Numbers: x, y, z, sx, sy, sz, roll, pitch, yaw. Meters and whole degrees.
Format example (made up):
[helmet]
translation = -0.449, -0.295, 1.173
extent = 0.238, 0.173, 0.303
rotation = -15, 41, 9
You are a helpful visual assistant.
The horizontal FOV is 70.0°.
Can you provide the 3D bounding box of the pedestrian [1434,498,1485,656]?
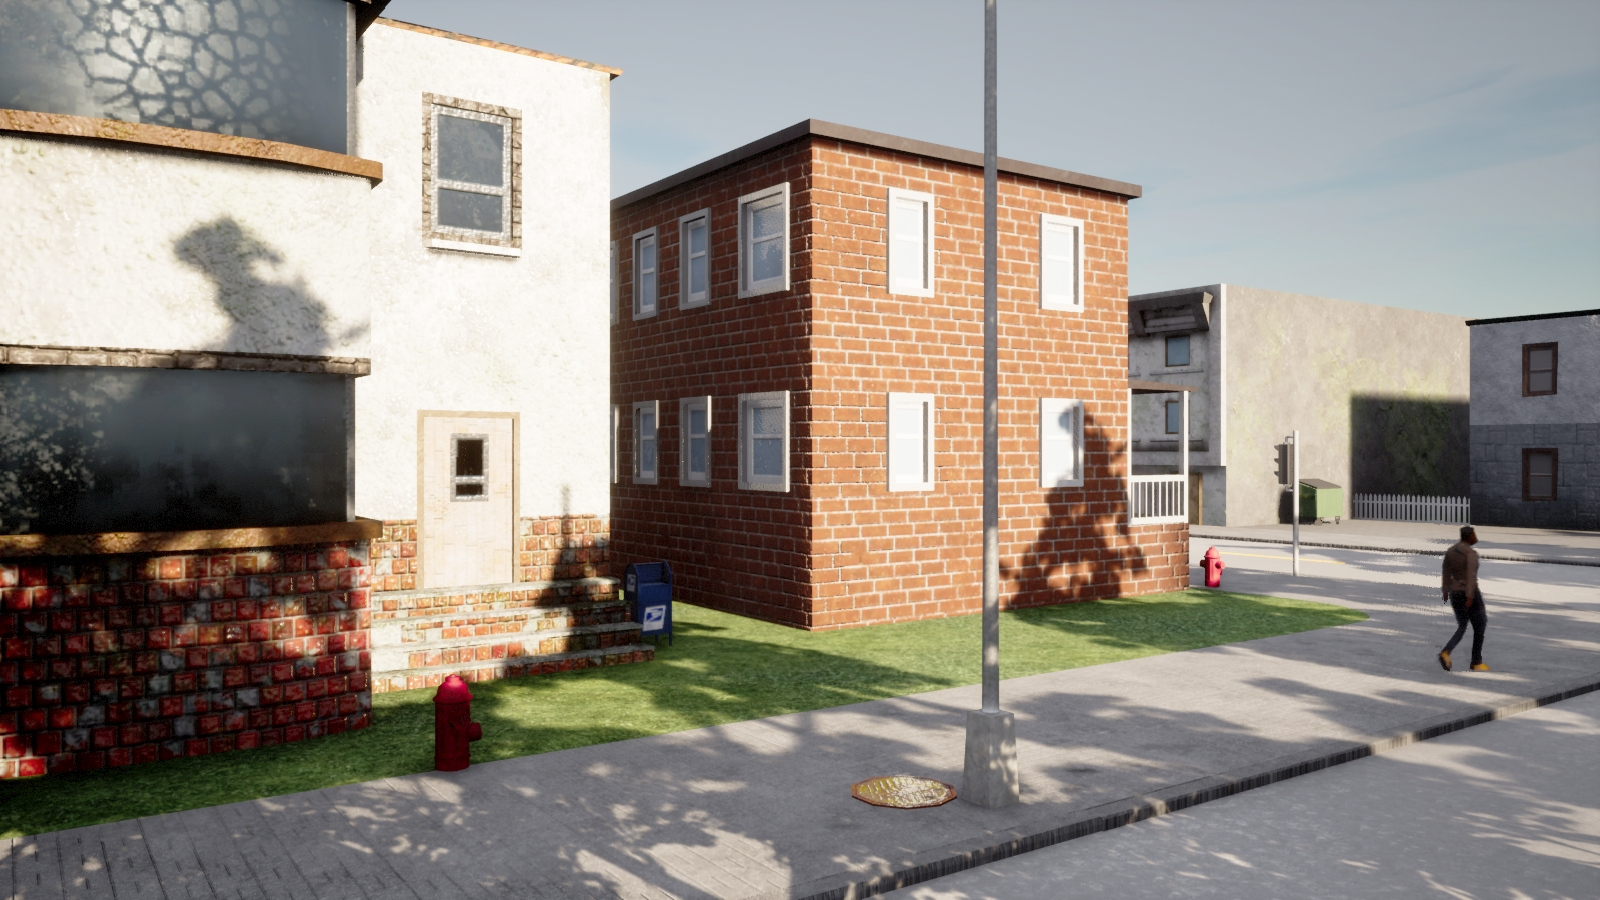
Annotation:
[pedestrian]
translation = 7.946, 1.517, 13.770
extent = 0.375, 1.860, 0.375
rotation = 0, 0, -15
